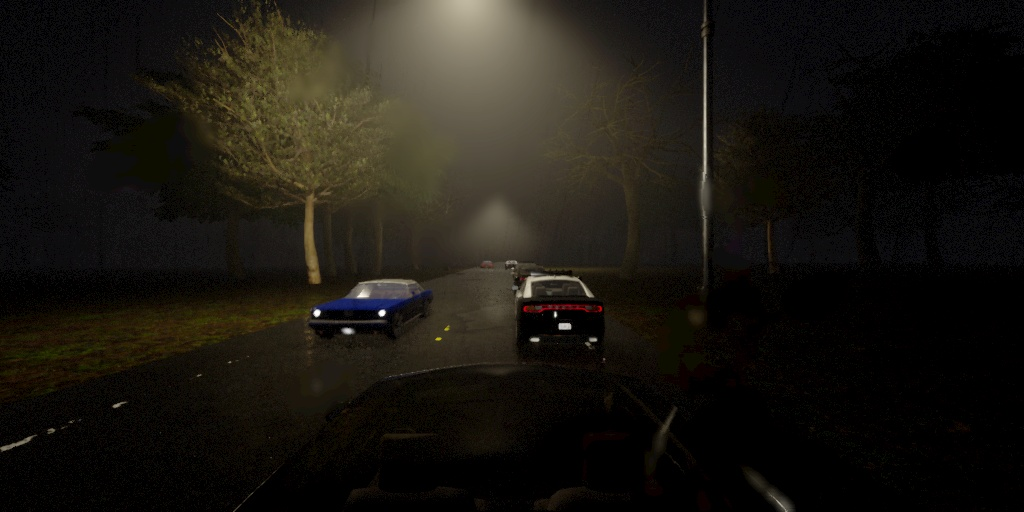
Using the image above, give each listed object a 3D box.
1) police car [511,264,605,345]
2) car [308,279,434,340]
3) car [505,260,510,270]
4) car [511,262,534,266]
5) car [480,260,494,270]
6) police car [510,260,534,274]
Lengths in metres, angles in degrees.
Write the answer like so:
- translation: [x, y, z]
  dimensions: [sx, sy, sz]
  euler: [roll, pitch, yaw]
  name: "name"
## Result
- translation: [1.033, 1.177, 9.623]
  dimensions: [1.930, 1.638, 5.238]
  euler: [0, 0, 0]
  name: "police car"
- translation: [-3.618, 1.353, 10.120]
  dimensions: [1.895, 1.301, 4.718]
  euler: [0, 0, 0]
  name: "car"
- translation: [-0.037, 1.389, 52.779]
  dimensions: [1.895, 1.301, 4.718]
  euler: [0, 0, 0]
  name: "car"
- translation: [1.013, 1.261, 19.516]
  dimensions: [1.837, 1.490, 4.892]
  euler: [0, 0, 0]
  name: "car"
- translation: [-3.698, 1.354, 54.058]
  dimensions: [1.994, 1.385, 4.181]
  euler: [0, 0, 0]
  name: "car"
- translation: [1.001, 1.183, 25.626]
  dimensions: [1.930, 1.638, 5.238]
  euler: [0, 0, 0]
  name: "police car"
